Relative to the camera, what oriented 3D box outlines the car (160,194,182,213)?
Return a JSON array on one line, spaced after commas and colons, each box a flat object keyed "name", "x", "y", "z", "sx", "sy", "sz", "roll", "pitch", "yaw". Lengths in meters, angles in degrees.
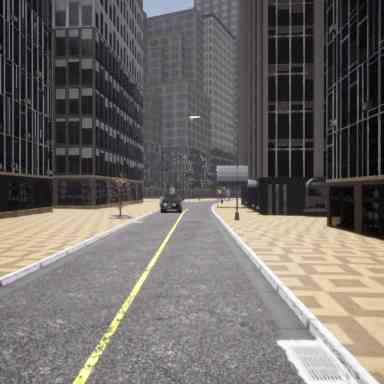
[{"name": "car", "x": -2.238, "y": 1.250, "z": 36.960, "sx": 2.150, "sy": 2.045, "sz": 5.566, "roll": 0, "pitch": 0, "yaw": 2}]
